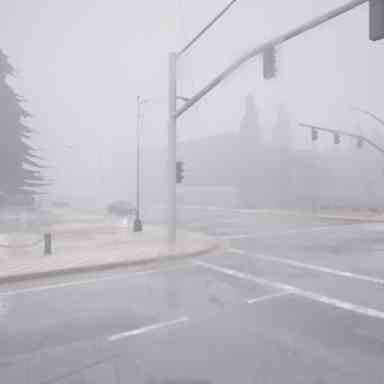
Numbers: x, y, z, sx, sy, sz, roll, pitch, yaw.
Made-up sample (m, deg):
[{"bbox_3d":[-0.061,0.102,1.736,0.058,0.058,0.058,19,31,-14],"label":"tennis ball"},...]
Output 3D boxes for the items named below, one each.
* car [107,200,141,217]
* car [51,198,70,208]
[{"bbox_3d":[-6.609,1.563,31.779,1.837,1.490,4.892,0,0,-36],"label":"car"},{"bbox_3d":[-20.123,1.584,50.822,1.812,1.442,4.674,0,0,-35],"label":"car"}]
